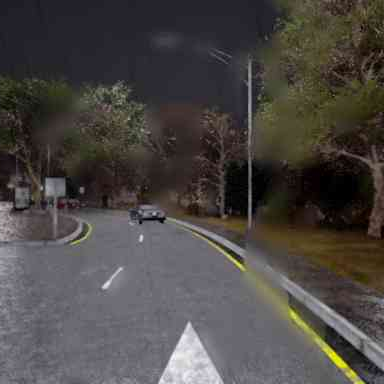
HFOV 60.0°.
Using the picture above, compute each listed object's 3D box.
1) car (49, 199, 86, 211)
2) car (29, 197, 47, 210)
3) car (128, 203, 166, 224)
[{"bbox_3d":[-14.677,1.467,39.471,4.718,1.301,1.895,1,1,42],"label":"car"},{"bbox_3d":[-18.655,1.306,39.297,5.008,1.535,1.882,2,1,40],"label":"car"},{"bbox_3d":[-3.406,1.529,24.590,2.033,1.411,5.357,0,0,-21],"label":"car"}]
